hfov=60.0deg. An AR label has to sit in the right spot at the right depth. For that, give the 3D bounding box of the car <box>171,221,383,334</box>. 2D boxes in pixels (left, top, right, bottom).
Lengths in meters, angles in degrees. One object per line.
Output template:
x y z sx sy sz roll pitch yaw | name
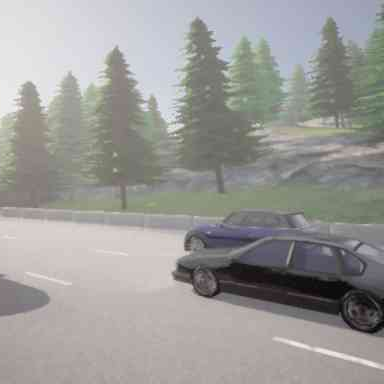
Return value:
2.132 1.551 6.772 5.357 1.411 2.033 0 0 35 | car

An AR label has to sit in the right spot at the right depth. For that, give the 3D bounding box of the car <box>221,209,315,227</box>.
1.885 1.359 11.245 4.553 1.767 2.097 0 0 35 | car
